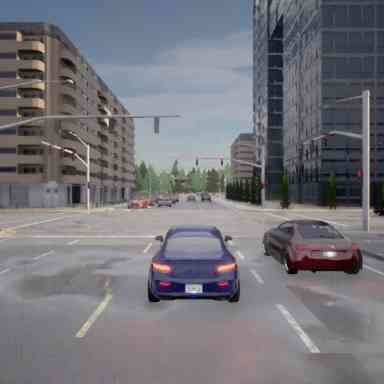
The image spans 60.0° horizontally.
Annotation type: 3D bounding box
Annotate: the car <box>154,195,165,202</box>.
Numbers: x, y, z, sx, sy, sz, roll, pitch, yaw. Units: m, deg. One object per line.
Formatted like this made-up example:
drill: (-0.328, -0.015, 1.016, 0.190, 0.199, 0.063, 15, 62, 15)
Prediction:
car: (-7.208, 1.470, 74.962, 1.882, 1.535, 5.008, 0, 0, 1)

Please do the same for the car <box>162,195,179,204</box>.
car: (-3.932, 1.600, 60.085, 1.895, 1.301, 4.718, 0, 0, 1)

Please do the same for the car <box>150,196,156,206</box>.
car: (-7.492, 1.352, 54.240, 2.097, 1.767, 4.553, 0, 0, 0)

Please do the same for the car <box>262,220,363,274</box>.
car: (3.552, 1.564, 10.538, 1.994, 1.385, 4.181, 0, 0, 0)

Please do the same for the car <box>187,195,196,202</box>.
car: (-0.180, 1.539, 77.472, 2.033, 1.411, 5.357, 0, 0, 1)

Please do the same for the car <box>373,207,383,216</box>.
car: (19.447, 1.656, 30.726, 4.718, 1.301, 1.895, 0, 0, 0)

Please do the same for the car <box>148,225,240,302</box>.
car: (0.044, 1.526, 8.114, 1.812, 1.442, 4.674, 0, 0, 0)

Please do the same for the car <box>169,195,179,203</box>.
car: (-3.755, 1.477, 70.435, 1.882, 1.535, 5.008, 0, 0, 1)

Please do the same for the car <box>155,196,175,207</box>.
car: (-4.009, 1.600, 50.032, 1.895, 1.301, 4.718, 0, 0, 0)

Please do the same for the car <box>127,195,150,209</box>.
car: (-7.486, 1.352, 45.631, 2.097, 1.767, 4.553, 0, 0, 0)

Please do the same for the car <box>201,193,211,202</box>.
car: (3.321, 1.355, 77.681, 2.097, 1.767, 4.553, 0, 0, 1)

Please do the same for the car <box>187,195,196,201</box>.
car: (-0.074, 1.524, 87.816, 2.128, 1.511, 4.902, 0, 0, 1)

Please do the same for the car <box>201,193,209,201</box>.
car: (3.427, 1.225, 87.844, 2.150, 2.045, 5.566, 0, 0, 1)
